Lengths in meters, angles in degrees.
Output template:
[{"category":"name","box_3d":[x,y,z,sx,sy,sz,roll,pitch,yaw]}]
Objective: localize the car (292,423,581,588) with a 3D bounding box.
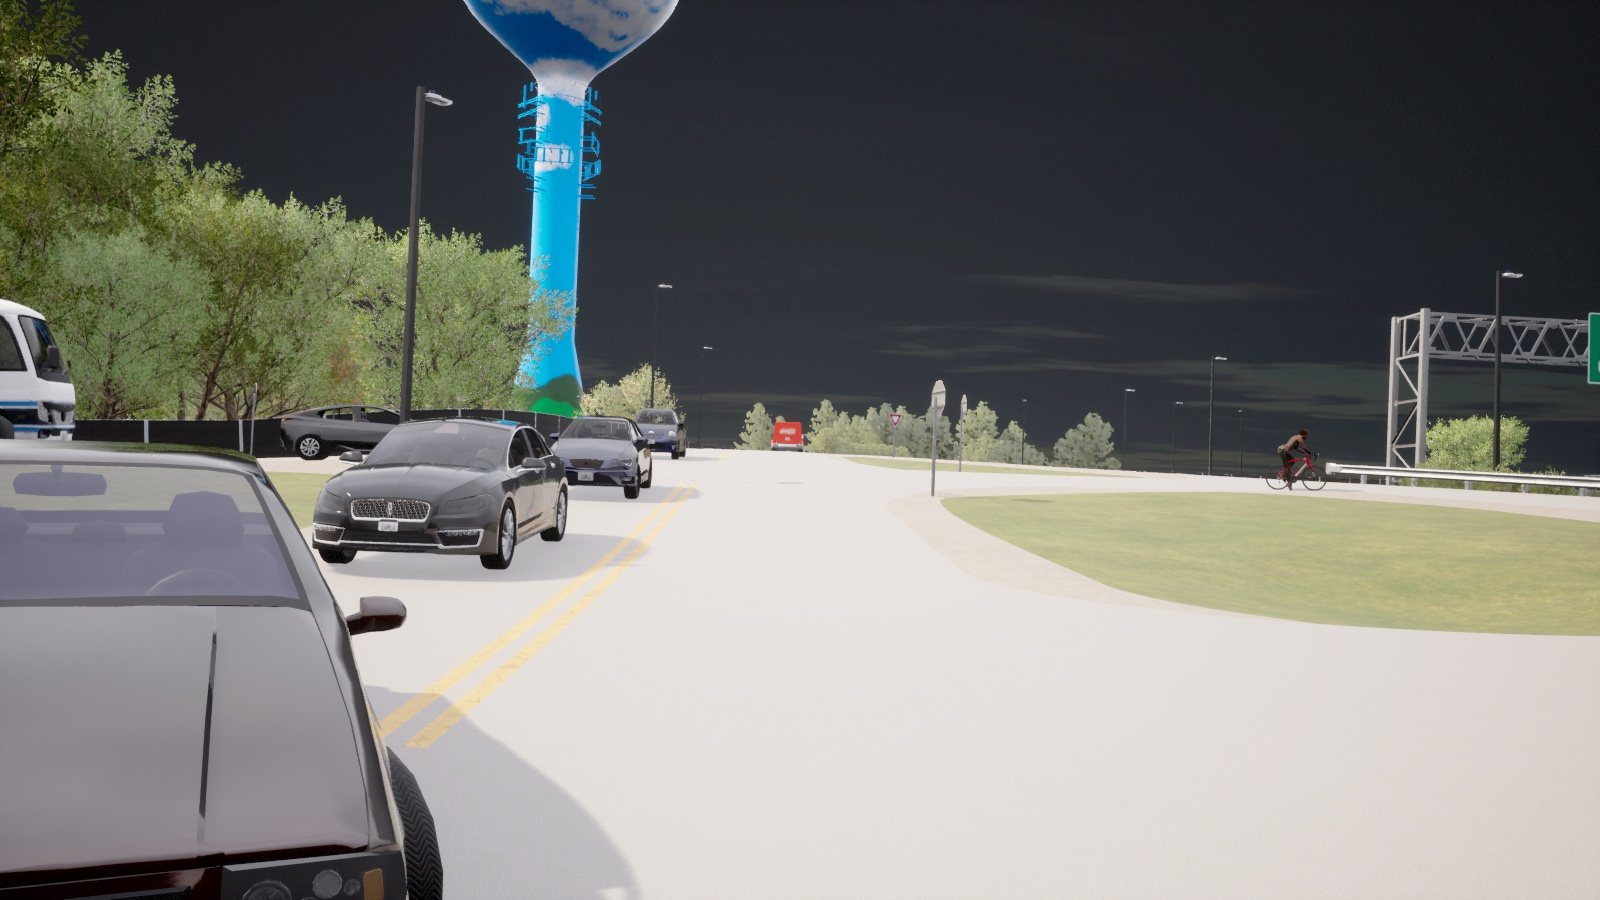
[{"category":"car","box_3d":[-3.832,0.468,14.197,1.837,1.490,4.892,1,2,0]}]

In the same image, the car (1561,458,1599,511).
[{"category":"car","box_3d":[29.016,1.233,43.933,1.932,1.855,4.605,1,-1,-1]}]

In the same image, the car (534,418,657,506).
[{"category":"car","box_3d":[-3.842,0.155,24.277,1.816,1.474,4.193,1,2,-2]}]

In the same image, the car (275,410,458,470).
[{"category":"car","box_3d":[-11.634,-0.289,34.010,4.514,1.525,2.007,-1,0,-14]}]

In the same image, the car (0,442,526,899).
[{"category":"car","box_3d":[-2.554,0.719,4.461,2.033,1.411,5.357,1,1,-24]}]

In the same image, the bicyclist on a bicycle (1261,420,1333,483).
[{"category":"bicyclist on a bicycle","box_3d":[13.156,0.035,33.267,1.656,1.620,0.582,1,1,0]}]

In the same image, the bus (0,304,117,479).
[{"category":"bus","box_3d":[-23.260,-1.375,31.337,10.273,4.253,3.944,-1,1,-18]}]

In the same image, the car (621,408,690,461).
[{"category":"car","box_3d":[-4.687,-0.516,41.172,1.851,1.617,3.988,1,1,-1]}]
